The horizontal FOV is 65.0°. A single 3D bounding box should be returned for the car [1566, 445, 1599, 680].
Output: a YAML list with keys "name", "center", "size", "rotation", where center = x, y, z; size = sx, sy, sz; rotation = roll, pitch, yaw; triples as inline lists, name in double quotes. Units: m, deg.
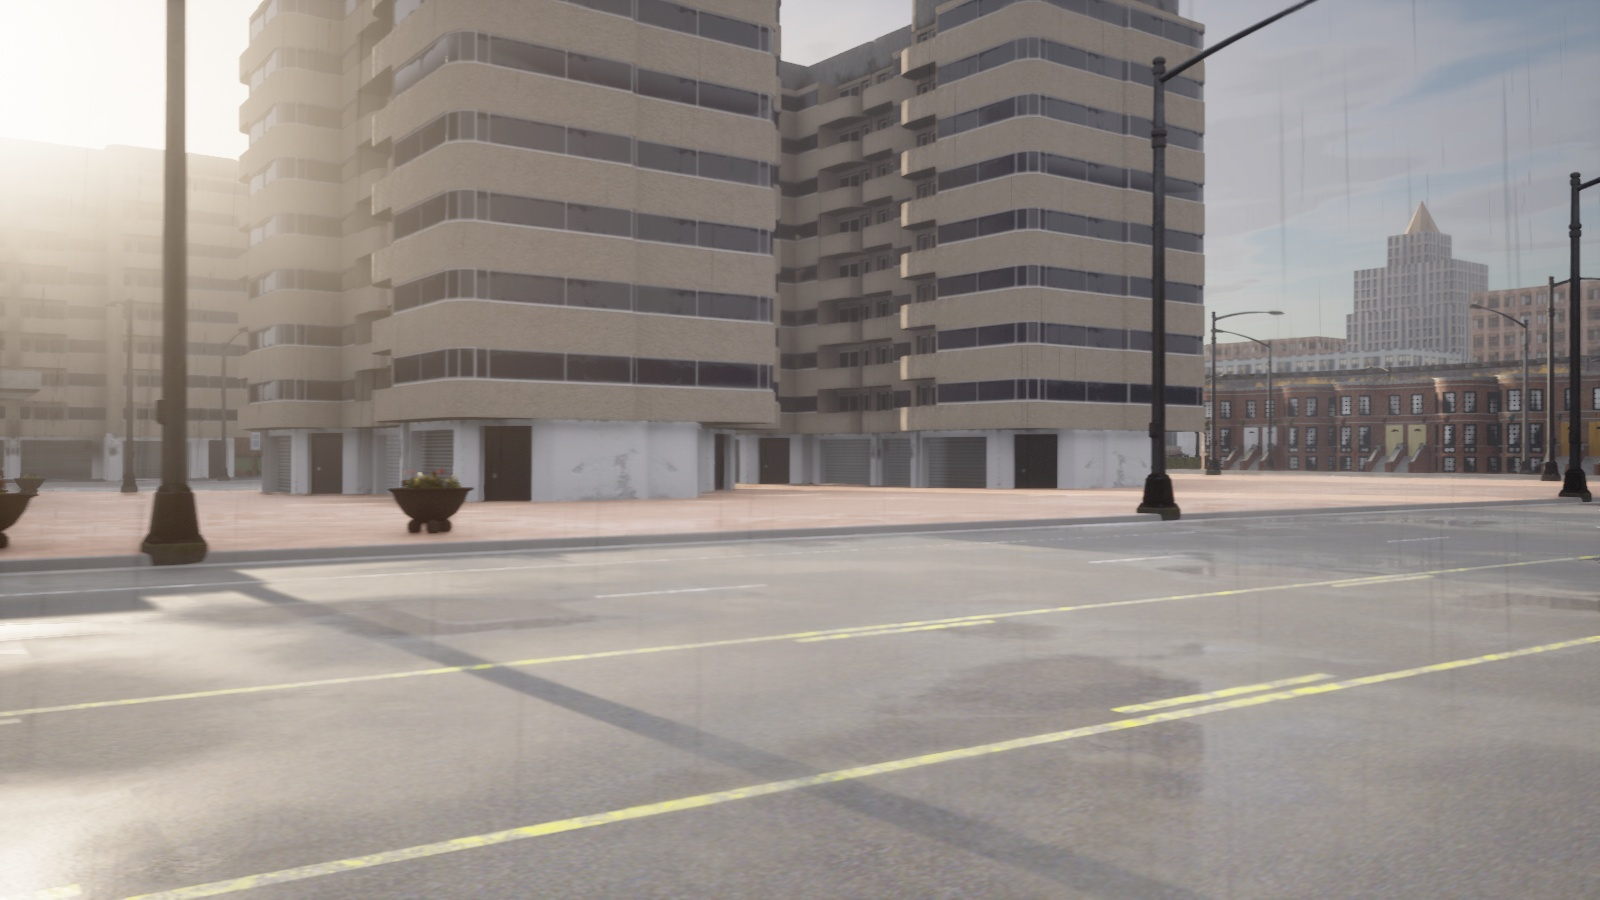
- name: "car"
  center: [7.691, 0.728, 9.013]
  size: [5.008, 1.535, 1.882]
  rotation: [0, 0, -35]
